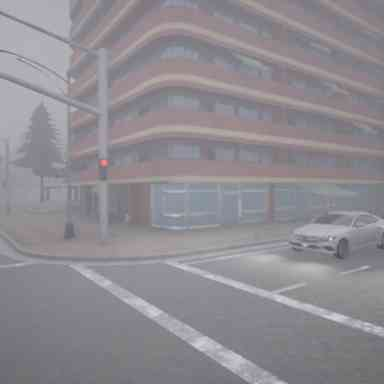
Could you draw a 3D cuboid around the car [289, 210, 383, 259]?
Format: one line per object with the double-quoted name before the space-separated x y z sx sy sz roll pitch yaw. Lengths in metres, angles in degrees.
"car" 5.606 1.433 12.275 4.674 1.442 1.812 -1 0 -35
